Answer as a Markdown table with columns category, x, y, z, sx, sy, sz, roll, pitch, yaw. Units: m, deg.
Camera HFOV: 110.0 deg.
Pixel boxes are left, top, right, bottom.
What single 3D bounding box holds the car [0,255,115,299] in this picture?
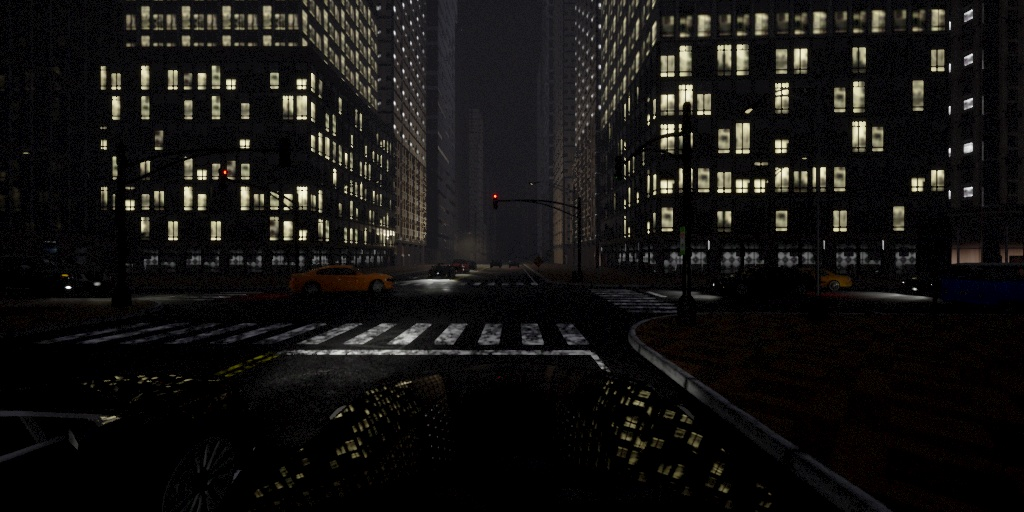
| category | x | y | z | sx | sy | sz | roll | pitch | yaw |
| --- | --- | --- | --- | --- | --- | --- | --- | --- | --- |
| car | -22.593 | 0.980 | 17.158 | 5.566 | 2.045 | 2.150 | 0 | 0 | 0 |

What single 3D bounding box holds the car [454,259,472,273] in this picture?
| category | x | y | z | sx | sy | sz | roll | pitch | yaw |
| --- | --- | --- | --- | --- | --- | --- | --- | --- | --- |
| car | -6.407 | 1.154 | 43.328 | 2.097 | 1.767 | 4.553 | 0 | 0 | 0 |

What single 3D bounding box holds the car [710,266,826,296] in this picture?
| category | x | y | z | sx | sy | sz | roll | pitch | yaw |
| --- | --- | --- | --- | --- | --- | --- | --- | --- | --- |
| car | 13.064 | 1.274 | 18.836 | 4.892 | 1.490 | 1.837 | 0 | 0 | 2 |

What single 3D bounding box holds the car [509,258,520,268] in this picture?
| category | x | y | z | sx | sy | sz | roll | pitch | yaw |
| --- | --- | --- | --- | --- | --- | --- | --- | --- | --- |
| car | 0.390 | 1.359 | 64.826 | 2.128 | 1.511 | 4.902 | 0 | 0 | 1 |

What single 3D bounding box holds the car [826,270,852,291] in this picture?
| category | x | y | z | sx | sy | sz | roll | pitch | yaw |
| --- | --- | --- | --- | --- | --- | --- | --- | --- | --- |
| car | 17.177 | 1.294 | 21.268 | 4.829 | 1.417 | 1.751 | 0 | 0 | 2 |

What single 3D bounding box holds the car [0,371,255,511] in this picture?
| category | x | y | z | sx | sy | sz | roll | pitch | yaw |
| --- | --- | --- | --- | --- | --- | --- | --- | --- | --- |
| car | -3.155 | 1.241 | 1.132 | 2.128 | 1.511 | 4.902 | 0 | 0 | 0 |

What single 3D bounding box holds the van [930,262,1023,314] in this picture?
| category | x | y | z | sx | sy | sz | roll | pitch | yaw |
| --- | --- | --- | --- | --- | --- | --- | --- | --- | --- |
| van | 18.409 | 1.120 | 13.090 | 3.998 | 1.789 | 1.690 | 0 | 0 | 2 |

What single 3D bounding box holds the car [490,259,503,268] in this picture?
| category | x | y | z | sx | sy | sz | roll | pitch | yaw |
| --- | --- | --- | --- | --- | --- | --- | --- | --- | --- |
| car | -2.862 | 1.368 | 63.761 | 1.837 | 1.490 | 4.892 | 0 | 0 | 0 |

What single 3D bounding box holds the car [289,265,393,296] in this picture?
| category | x | y | z | sx | sy | sz | roll | pitch | yaw |
| --- | --- | --- | --- | --- | --- | --- | --- | --- | --- |
| car | -8.998 | 1.235 | 19.196 | 5.008 | 1.535 | 1.882 | 0 | 0 | -23 |

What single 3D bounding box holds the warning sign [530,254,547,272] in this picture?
| category | x | y | z | sx | sy | sz | roll | pitch | yaw |
| --- | --- | --- | --- | --- | --- | --- | --- | --- | --- |
| warning sign | 3.033 | 0.912 | 41.321 | 1.300 | 1.860 | 1.060 | 0 | 0 | 0 |

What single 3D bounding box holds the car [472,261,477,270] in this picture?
| category | x | y | z | sx | sy | sz | roll | pitch | yaw |
| --- | --- | --- | --- | --- | --- | --- | --- | --- | --- |
| car | -6.354 | 1.377 | 53.825 | 2.033 | 1.411 | 5.357 | 0 | 0 | 0 |

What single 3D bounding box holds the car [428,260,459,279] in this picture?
| category | x | y | z | sx | sy | sz | roll | pitch | yaw |
| --- | --- | --- | --- | --- | --- | --- | --- | --- | --- |
| car | -6.453 | 1.345 | 33.331 | 1.994 | 1.385 | 4.181 | 0 | 0 | 0 |

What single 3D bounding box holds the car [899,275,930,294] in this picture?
| category | x | y | z | sx | sy | sz | roll | pitch | yaw |
| --- | --- | --- | --- | --- | --- | --- | --- | --- | --- |
| car | 23.464 | 1.324 | 18.412 | 5.357 | 1.411 | 2.033 | 0 | 0 | 2 |
